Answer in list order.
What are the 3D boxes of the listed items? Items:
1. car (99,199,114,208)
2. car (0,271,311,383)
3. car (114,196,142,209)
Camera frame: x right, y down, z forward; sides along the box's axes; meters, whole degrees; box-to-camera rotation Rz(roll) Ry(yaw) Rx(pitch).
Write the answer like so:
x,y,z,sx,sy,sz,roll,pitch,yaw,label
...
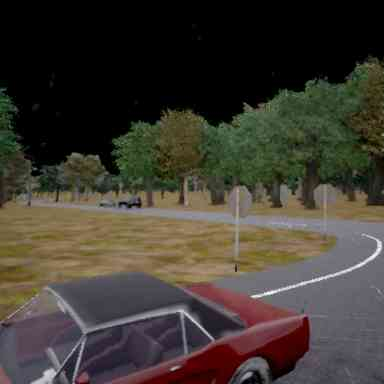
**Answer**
x,y,z,sx,sy,sz,roll,pitch,yaw,label
-15.385,2.040,60.431,2.128,1.511,4.902,1,-2,-34,car
-1.070,1.595,3.109,4.718,1.301,1.895,-1,0,-35,car
-9.785,1.611,52.279,2.150,2.045,5.566,1,-2,-34,car
